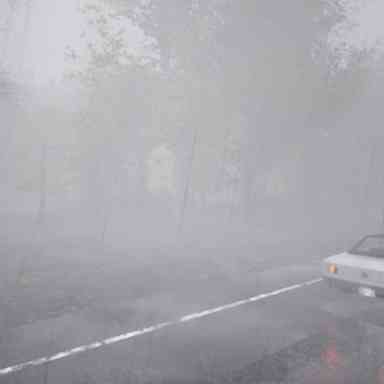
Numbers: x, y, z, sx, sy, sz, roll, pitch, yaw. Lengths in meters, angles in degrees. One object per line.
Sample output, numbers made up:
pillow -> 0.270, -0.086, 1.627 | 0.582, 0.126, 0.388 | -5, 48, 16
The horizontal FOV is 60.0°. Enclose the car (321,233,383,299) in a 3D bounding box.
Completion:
car -> 5.082, 1.597, 7.645 | 4.718, 1.301, 1.895 | 0, 0, -37
